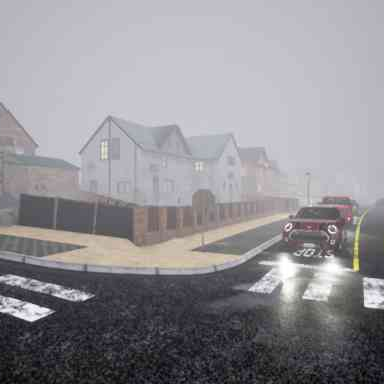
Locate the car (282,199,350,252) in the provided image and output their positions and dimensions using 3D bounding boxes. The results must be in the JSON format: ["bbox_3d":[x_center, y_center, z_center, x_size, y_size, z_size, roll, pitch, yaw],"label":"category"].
[{"bbox_3d":[5.305,1.362,14.104,2.097,1.767,4.553,0,0,28],"label":"car"}]

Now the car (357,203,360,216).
[{"bbox_3d":[15.620,1.463,33.504,2.097,1.767,4.553,0,-1,29],"label":"car"}]

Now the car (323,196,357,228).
[{"bbox_3d":[10.120,1.268,23.376,2.150,2.045,5.566,0,-1,28],"label":"car"}]

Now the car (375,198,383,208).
[{"bbox_3d":[29.546,1.734,51.484,1.882,1.535,5.008,0,0,32],"label":"car"}]
